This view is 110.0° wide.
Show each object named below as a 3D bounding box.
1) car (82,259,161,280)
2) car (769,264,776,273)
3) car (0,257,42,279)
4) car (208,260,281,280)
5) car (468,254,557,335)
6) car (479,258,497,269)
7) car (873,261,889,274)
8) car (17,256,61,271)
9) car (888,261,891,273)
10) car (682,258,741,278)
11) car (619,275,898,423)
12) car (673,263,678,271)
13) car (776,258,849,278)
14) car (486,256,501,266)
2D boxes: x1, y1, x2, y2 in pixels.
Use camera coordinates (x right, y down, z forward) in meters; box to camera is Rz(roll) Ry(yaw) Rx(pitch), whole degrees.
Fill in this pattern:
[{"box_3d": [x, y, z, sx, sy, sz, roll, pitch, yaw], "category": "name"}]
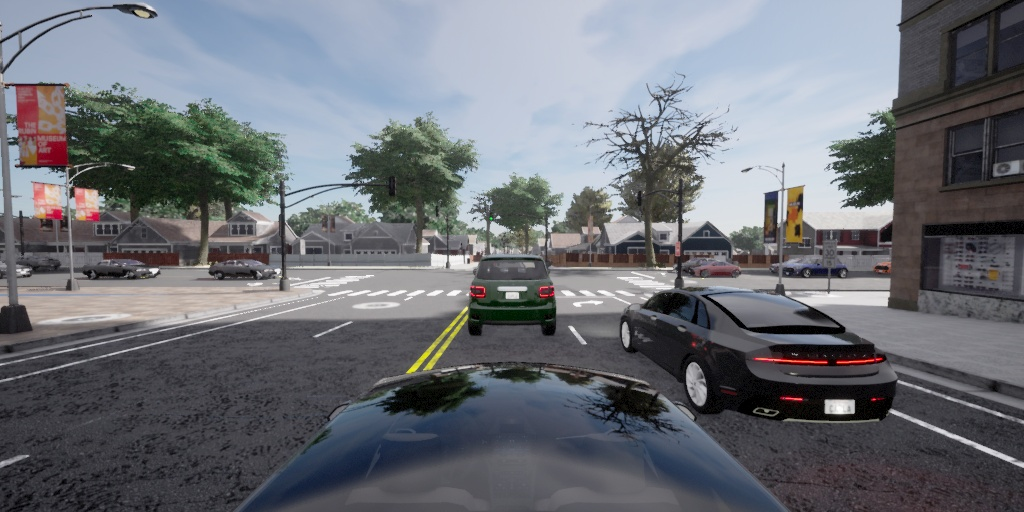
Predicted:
[{"box_3d": [-30.086, 1.005, 27.731, 4.902, 1.511, 2.128, 0, 2, 0], "category": "car"}, {"box_3d": [27.154, 0.991, 34.123, 4.674, 1.442, 1.812, 0, 2, 0], "category": "car"}, {"box_3d": [-40.246, 1.014, 27.813, 4.674, 1.442, 1.812, 0, 2, 0], "category": "car"}, {"box_3d": [-20.527, 1.032, 27.671, 4.902, 1.511, 2.128, 0, 2, -2], "category": "car"}, {"box_3d": [-0.009, 0.967, 10.598, 2.150, 2.045, 5.566, 0, 0, 0], "category": "car"}, {"box_3d": [-3.007, 0.935, 46.118, 1.895, 1.301, 4.718, 0, 0, 1], "category": "car"}, {"box_3d": [37.314, 0.877, 34.048, 4.553, 1.767, 2.097, 0, 2, 1], "category": "car"}, {"box_3d": [-46.612, 0.706, 34.512, 4.902, 1.511, 2.128, 0, 2, 1], "category": "car"}, {"box_3d": [36.198, 1.135, 30.817, 4.902, 1.511, 2.128, 0, 2, 0], "category": "car"}, {"box_3d": [17.339, 1.108, 30.923, 4.181, 1.385, 1.994, 0, 2, 0], "category": "car"}, {"box_3d": [3.261, 1.251, 5.981, 1.837, 1.490, 4.892, 0, 0, 0], "category": "car"}, {"box_3d": [17.952, 0.912, 34.168, 4.902, 1.511, 2.128, 0, 2, 1], "category": "car"}, {"box_3d": [25.998, 0.938, 30.871, 4.553, 1.767, 2.097, 0, 2, 0], "category": "car"}, {"box_3d": [-2.850, 0.780, 56.046, 2.128, 1.511, 4.902, 0, 0, 1], "category": "car"}]
